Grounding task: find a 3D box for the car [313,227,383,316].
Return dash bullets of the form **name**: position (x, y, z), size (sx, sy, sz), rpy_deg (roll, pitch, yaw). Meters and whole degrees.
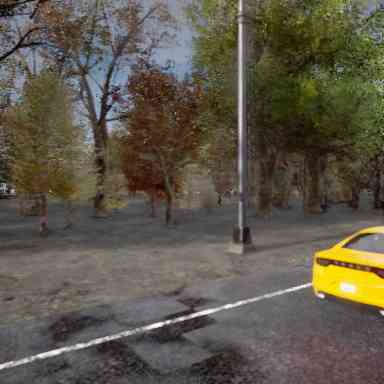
- **car**: position (4.648, 1.469, 7.049), size (5.008, 1.535, 1.882), rpy_deg (0, 0, -35)
